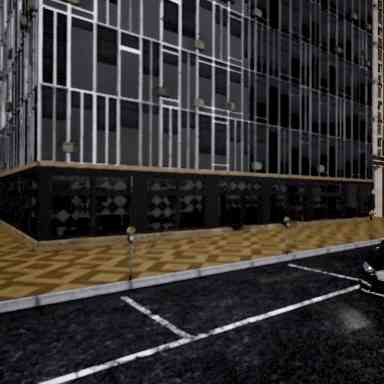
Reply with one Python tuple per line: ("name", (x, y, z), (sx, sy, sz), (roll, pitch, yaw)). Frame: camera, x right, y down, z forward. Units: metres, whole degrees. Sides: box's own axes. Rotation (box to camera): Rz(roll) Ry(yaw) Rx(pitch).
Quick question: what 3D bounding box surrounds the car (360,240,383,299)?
("car", (5.660, 1.503, 7.425), (4.902, 1.511, 2.128), (0, 0, -36))
